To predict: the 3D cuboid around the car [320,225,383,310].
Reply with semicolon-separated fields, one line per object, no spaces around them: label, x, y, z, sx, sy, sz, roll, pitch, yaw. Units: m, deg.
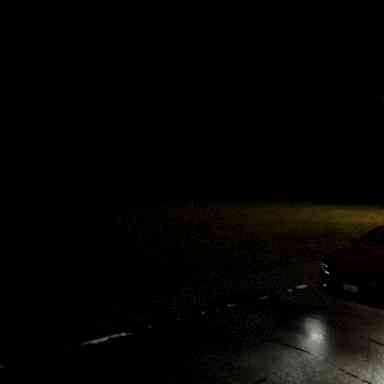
car;4.911;1.475;7.500;5.008;1.535;1.882;0;0;-36
